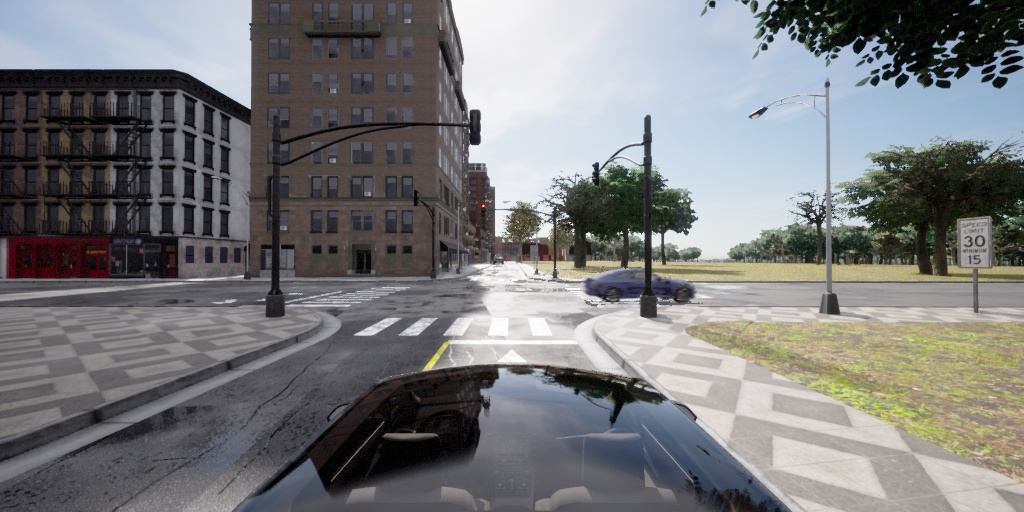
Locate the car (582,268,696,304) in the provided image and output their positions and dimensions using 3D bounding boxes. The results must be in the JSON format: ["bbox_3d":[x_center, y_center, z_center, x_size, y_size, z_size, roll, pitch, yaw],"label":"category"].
[{"bbox_3d":[5.398,1.248,15.454,4.674,1.442,1.812,0,-1,0],"label":"car"}]
